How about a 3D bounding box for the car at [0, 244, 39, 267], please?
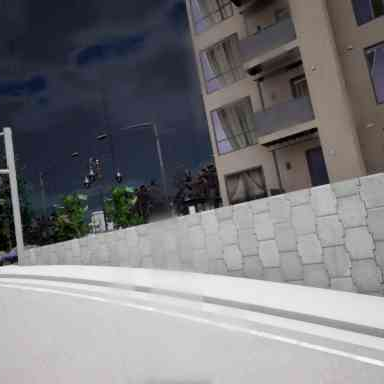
[{"bbox_3d":[-15.551,5.657,29.598,2.097,1.767,4.553,-15,-9,35],"label":"car"}]
